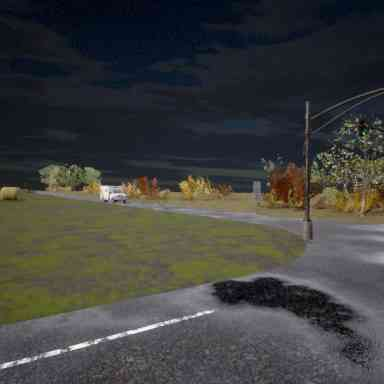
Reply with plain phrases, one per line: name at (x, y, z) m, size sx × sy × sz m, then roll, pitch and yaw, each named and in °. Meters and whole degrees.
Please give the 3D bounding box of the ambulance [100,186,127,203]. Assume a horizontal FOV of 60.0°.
ambulance at (-11.822, 0.341, 50.096) m, size 2.351 × 2.431 × 6.366 m, roll 2°, pitch 0°, yaw -32°
